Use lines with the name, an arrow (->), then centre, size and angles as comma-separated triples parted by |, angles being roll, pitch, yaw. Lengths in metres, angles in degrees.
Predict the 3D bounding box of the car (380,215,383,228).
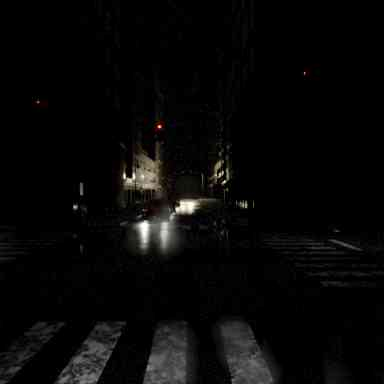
car -> 12.341, 1.289, 16.807 | 5.009, 1.841, 2.192 | 0, 0, 0

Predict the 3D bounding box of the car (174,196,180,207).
car -> -2.861, 1.346, 49.430 | 2.097, 1.767, 4.553 | 0, 0, 0

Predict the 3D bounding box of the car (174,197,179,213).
car -> -2.867, 1.564, 37.632 | 1.994, 1.385, 4.181 | 0, 0, 0

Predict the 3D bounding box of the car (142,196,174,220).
car -> -2.863, 1.355, 27.646 | 2.097, 1.767, 4.553 | 0, 0, 0
